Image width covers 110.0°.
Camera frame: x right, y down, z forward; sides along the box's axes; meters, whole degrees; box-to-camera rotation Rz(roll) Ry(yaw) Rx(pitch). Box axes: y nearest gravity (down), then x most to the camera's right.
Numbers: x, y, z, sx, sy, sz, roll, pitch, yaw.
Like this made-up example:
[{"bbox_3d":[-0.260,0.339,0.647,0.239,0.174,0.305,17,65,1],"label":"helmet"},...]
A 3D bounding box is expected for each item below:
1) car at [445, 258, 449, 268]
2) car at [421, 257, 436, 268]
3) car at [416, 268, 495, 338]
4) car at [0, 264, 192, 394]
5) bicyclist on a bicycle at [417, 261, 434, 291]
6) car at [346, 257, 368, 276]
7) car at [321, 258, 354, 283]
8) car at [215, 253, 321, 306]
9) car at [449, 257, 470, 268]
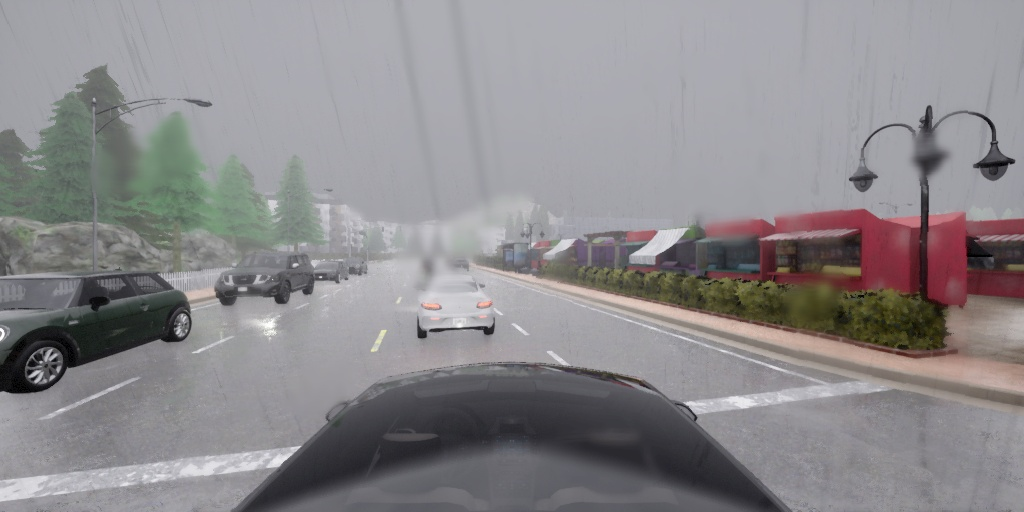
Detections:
[{"bbox_3d":[-8.441,0.873,51.392,1.882,1.535,5.008,0,0,-14],"label":"car"},{"bbox_3d":[-11.830,0.904,50.835,1.837,1.490,4.892,0,0,-14],"label":"car"},{"bbox_3d":[-1.660,1.224,9.975,1.812,1.442,4.674,0,0,-13],"label":"car"},{"bbox_3d":[-8.133,1.076,6.352,2.097,1.767,4.553,0,0,-13],"label":"car"},{"bbox_3d":[-4.683,1.079,19.768,0.582,1.620,1.656,0,1,24],"label":"bicyclist on a bicycle"},{"bbox_3d":[-14.827,0.878,33.313,2.097,1.767,4.553,0,0,-14],"label":"car"},{"bbox_3d":[-12.852,1.089,25.352,1.837,1.490,4.892,0,0,-14],"label":"car"},{"bbox_3d":[-10.458,0.876,15.755,2.150,2.045,5.566,0,0,-14],"label":"car"},{"bbox_3d":[-6.079,0.967,42.357,1.837,1.490,4.892,0,0,-14],"label":"car"}]
